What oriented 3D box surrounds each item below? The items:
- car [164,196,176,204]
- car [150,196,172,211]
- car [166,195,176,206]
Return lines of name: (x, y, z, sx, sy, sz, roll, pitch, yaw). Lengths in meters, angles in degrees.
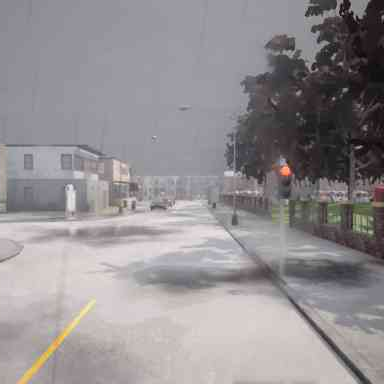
car: (-4.053, 1.526, 62.283, 1.812, 1.442, 4.674, 0, 0, 1)
car: (-4.092, 1.547, 41.965, 2.033, 1.411, 5.357, 0, 0, 0)
car: (-4.083, 1.352, 52.067, 2.097, 1.767, 4.553, 0, 0, 0)
